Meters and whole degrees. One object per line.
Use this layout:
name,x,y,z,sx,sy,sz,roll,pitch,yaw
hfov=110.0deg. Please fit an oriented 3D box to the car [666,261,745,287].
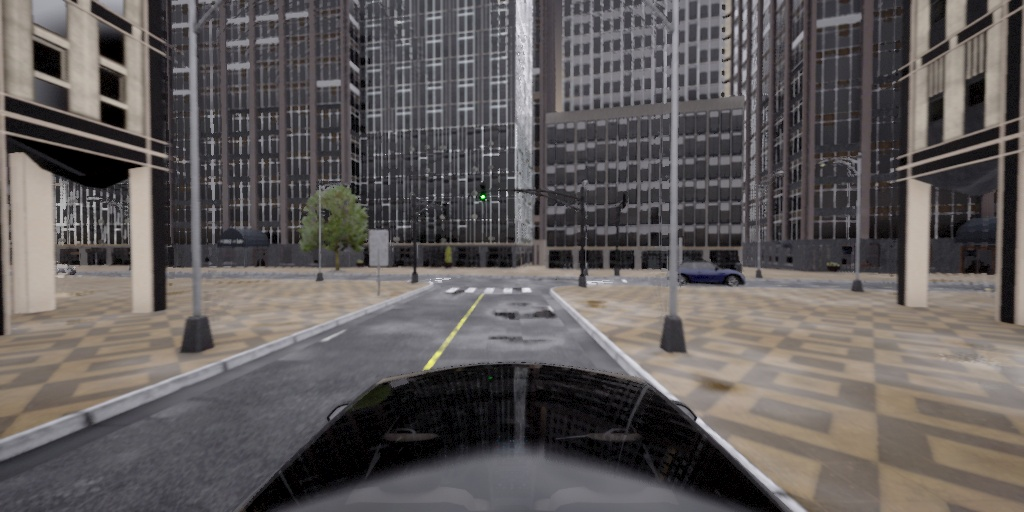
car,12.822,1.103,23.908,4.553,1.767,2.097,0,1,14

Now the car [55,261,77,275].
car,-44.648,1.197,34.477,4.674,1.442,1.812,0,1,8
